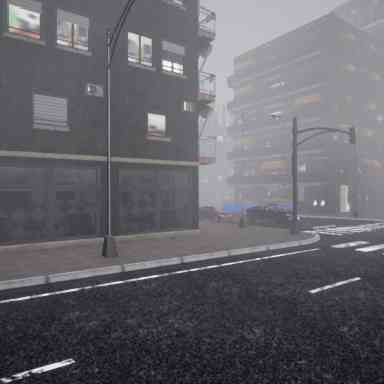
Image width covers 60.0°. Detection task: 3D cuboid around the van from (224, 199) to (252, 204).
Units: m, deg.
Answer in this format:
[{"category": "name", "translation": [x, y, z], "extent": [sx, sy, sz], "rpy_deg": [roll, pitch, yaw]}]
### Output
[{"category": "van", "translation": [5.175, 1.676, 38.093], "extent": [1.690, 1.788, 3.998], "rpy_deg": [-1, 0, -36]}]

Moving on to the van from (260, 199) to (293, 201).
[{"category": "van", "translation": [8.494, 1.602, 33.580], "extent": [1.690, 1.788, 3.998], "rpy_deg": [-1, 0, -36]}]

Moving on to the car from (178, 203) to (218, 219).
[{"category": "car", "translation": [0.546, 1.919, 34.649], "extent": [1.994, 1.385, 4.181], "rpy_deg": [0, -1, -36]}]

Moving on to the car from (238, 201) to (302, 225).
[{"category": "car", "translation": [6.437, 1.717, 26.648], "extent": [2.128, 1.511, 4.902], "rpy_deg": [0, -1, -37]}]

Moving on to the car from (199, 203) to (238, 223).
[{"category": "car", "translation": [1.760, 1.874, 28.656], "extent": [1.802, 1.307, 4.206], "rpy_deg": [-1, 0, -36]}]
